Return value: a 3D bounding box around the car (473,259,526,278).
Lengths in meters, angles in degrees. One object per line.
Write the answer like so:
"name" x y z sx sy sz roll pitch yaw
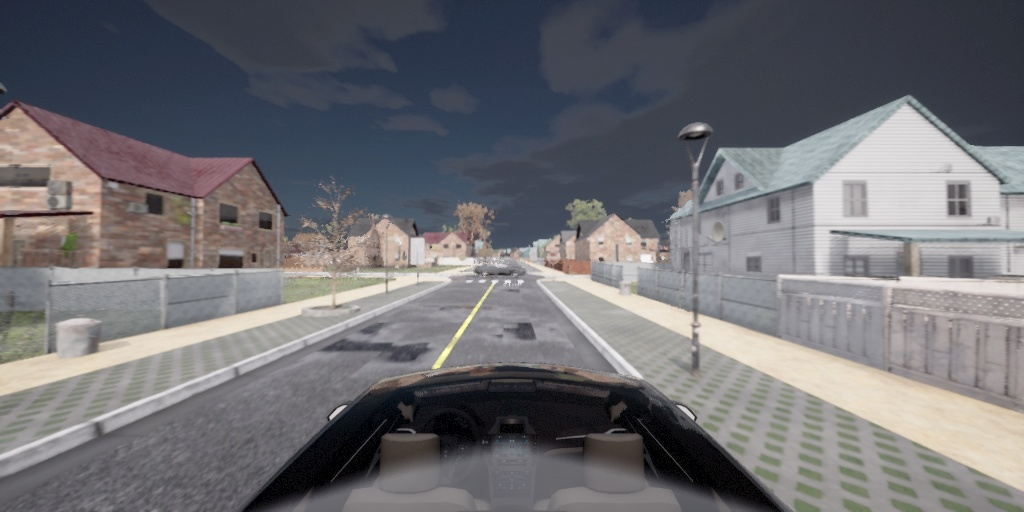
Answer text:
"car" -1.154 1.307 33.771 4.902 1.511 2.128 0 0 0
